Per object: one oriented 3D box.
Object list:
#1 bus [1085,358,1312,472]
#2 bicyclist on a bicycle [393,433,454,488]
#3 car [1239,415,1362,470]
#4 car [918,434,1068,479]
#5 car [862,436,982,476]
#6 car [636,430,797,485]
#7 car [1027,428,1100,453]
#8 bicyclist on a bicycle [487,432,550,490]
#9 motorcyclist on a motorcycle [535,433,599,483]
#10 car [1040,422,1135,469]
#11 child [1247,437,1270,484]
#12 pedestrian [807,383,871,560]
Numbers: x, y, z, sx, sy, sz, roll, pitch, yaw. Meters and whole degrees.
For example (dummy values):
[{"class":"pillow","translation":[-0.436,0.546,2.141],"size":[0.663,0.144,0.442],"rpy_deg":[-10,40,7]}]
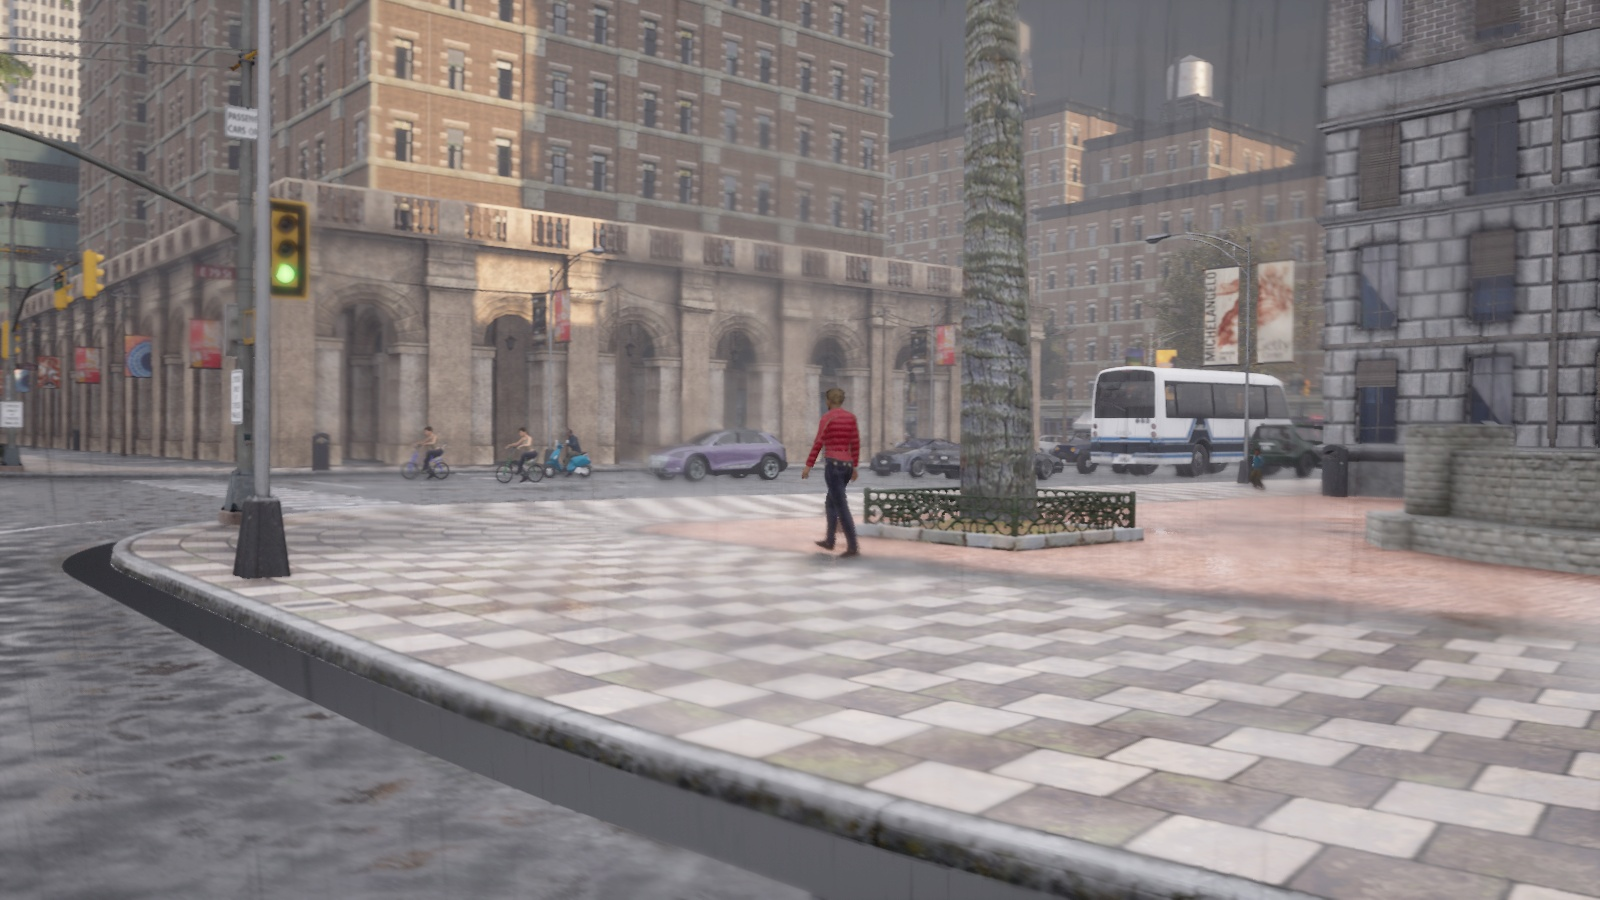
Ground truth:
[{"class":"bus","translation":[16.513,-1.417,51.508],"size":[10.273,4.253,3.944],"rpy_deg":[-2,1,-40]},{"class":"bicyclist on a bicycle","translation":[-11.254,0.295,37.591],"size":[1.509,1.612,0.866],"rpy_deg":[-1,1,-39]},{"class":"car","translation":[19.881,-0.328,49.774],"size":[5.566,2.045,2.150],"rpy_deg":[-1,1,-40]},{"class":"car","translation":[6.732,0.187,43.423],"size":[5.357,1.411,2.033],"rpy_deg":[-1,1,-39]},{"class":"car","translation":[4.515,0.188,46.133],"size":[4.181,1.385,1.994],"rpy_deg":[-1,1,-39]},{"class":"car","translation":[-2.626,0.185,40.273],"size":[4.856,1.649,2.033],"rpy_deg":[-1,1,-40]},{"class":"car","translation":[18.282,-0.653,87.279],"size":[2.242,1.667,4.611],"rpy_deg":[-1,1,-39]},{"class":"bicyclist on a bicycle","translation":[-8.029,0.291,35.827],"size":[1.509,1.612,0.866],"rpy_deg":[-1,1,-39]},{"class":"motorcyclist on a motorcycle","translation":[-7.558,0.243,40.733],"size":[1.817,1.590,0.866],"rpy_deg":[-1,1,-39]},{"class":"car","translation":[11.980,-0.217,52.289],"size":[3.866,1.878,1.905],"rpy_deg":[-1,1,-40]},{"class":"child","translation":[11.735,0.275,32.146],"size":[0.448,1.192,0.343],"rpy_deg":[-1,1,-33]},{"class":"pedestrian","translation":[0.411,0.220,13.384],"size":[0.331,1.846,0.636],"rpy_deg":[-1,1,-40]}]
